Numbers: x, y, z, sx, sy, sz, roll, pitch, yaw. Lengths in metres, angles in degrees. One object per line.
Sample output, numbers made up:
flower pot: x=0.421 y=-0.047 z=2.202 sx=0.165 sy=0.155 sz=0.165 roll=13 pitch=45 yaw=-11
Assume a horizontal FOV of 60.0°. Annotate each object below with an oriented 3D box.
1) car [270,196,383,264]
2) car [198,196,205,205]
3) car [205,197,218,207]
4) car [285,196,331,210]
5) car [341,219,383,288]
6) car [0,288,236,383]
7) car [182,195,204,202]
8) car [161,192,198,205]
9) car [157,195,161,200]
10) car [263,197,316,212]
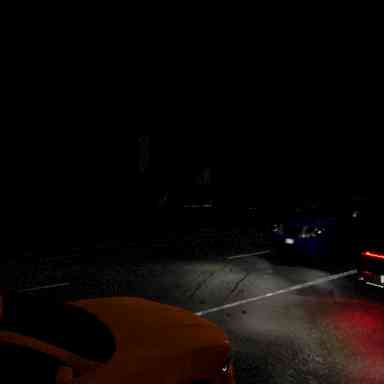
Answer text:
car: x=5.295 y=1.170 z=12.103 sx=5.566 sy=2.045 sz=2.150 roll=-1 pitch=0 yaw=-36
car: x=1.380 y=1.366 z=53.875 sx=1.895 sy=1.301 sz=4.718 roll=-1 pitch=0 yaw=-39
car: x=4.508 y=1.268 z=44.401 sx=1.882 sy=1.535 sz=5.008 roll=-1 pitch=0 yaw=-39
car: x=13.472 y=1.260 z=38.854 sx=1.837 sy=1.490 sz=4.892 roll=-1 pitch=0 yaw=-39
car: x=5.825 y=1.468 z=7.922 sx=4.892 sy=1.490 sz=1.837 roll=0 pitch=0 yaw=-36
car: x=-1.879 y=1.478 z=2.388 sx=5.008 sy=1.535 sz=1.882 roll=0 pitch=0 yaw=-36
car: x=0.073 y=1.308 z=66.972 sx=1.895 sy=1.301 sz=4.718 roll=-1 pitch=0 yaw=-39
car: x=-2.046 y=1.017 z=52.546 sx=2.150 sy=2.045 sz=5.566 roll=-1 pitch=0 yaw=-39
car: x=-6.278 y=1.238 z=74.749 sx=2.128 sy=1.511 sz=4.902 roll=-1 pitch=0 yaw=-38
car: x=10.658 y=1.333 z=36.767 sx=2.033 sy=1.411 sz=5.357 roll=-1 pitch=0 yaw=-39
